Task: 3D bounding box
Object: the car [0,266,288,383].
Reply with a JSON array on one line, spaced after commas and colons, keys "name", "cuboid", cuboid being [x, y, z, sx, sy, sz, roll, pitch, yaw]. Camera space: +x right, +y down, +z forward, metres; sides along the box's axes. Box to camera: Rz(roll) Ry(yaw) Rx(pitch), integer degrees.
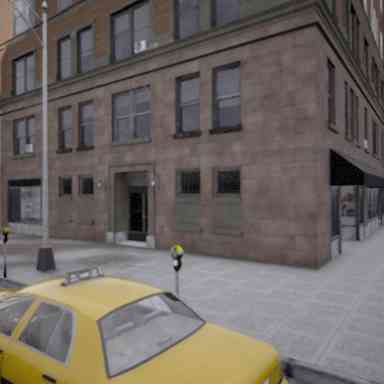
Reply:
[{"name": "car", "cuboid": [-1.417, 1.547, 3.814, 4.829, 1.417, 1.752, 0, 0, 35]}]
